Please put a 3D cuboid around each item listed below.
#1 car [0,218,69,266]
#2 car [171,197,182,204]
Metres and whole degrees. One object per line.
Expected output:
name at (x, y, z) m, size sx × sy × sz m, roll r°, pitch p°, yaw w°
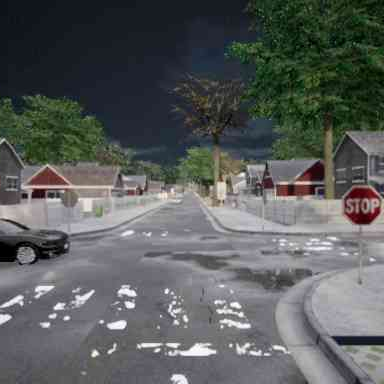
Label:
car at (-6.711, 1.587, 11.084) m, size 5.008 × 1.535 × 1.882 m, roll -1°, pitch 0°, yaw -1°
car at (-2.789, 1.554, 60.503) m, size 1.895 × 1.301 × 4.718 m, roll 0°, pitch 0°, yaw 0°
